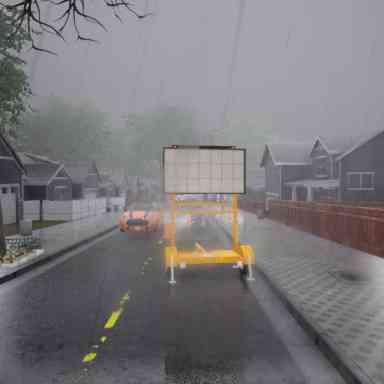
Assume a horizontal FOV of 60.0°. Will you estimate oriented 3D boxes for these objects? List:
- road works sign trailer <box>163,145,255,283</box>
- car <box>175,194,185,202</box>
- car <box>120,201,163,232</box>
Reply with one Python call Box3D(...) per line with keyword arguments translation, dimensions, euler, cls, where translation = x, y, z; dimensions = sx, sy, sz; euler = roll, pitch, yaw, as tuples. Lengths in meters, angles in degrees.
Box3D(translation=(0.334, 0.459, 9.711), dimensions=(2.380, 3.560, 2.880), euler=(0, 0, -8), cls="road works sign trailer")
Box3D(translation=(-2.976, 1.333, 79.431), dimensions=(2.150, 2.045, 5.566), euler=(0, 0, 0), cls="car")
Box3D(translation=(-2.905, 1.346, 19.907), dimensions=(2.097, 1.767, 4.553), euler=(0, 0, 0), cls="car")
